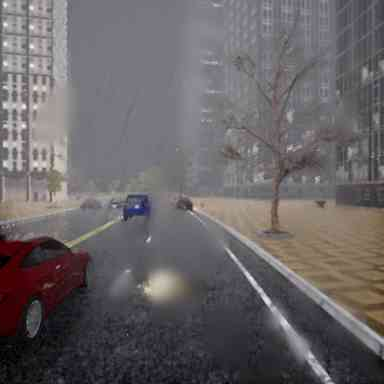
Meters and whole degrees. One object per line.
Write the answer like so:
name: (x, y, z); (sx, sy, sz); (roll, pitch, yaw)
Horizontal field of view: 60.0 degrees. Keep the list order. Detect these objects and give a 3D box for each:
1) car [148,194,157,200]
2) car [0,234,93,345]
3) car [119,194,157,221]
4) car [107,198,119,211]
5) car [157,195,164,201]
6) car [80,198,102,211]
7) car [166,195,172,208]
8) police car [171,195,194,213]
car: (-10.176, 1.251, 85.894); (1.812, 1.442, 4.674); (0, 0, -14)
car: (-3.274, 1.517, 6.217); (1.812, 1.442, 4.674); (0, 0, -1)
car: (-4.252, 1.175, 27.079); (2.150, 2.045, 5.566); (0, 0, -4)
car: (-8.866, 1.430, 39.432); (2.128, 1.511, 4.902); (0, 0, -6)
car: (-6.709, 1.263, 69.839); (1.812, 1.442, 4.674); (0, 0, -11)
car: (-12.262, 1.489, 40.651); (2.033, 1.411, 5.357); (0, 0, -6)
car: (-2.099, 1.269, 46.831); (2.097, 1.767, 4.553); (0, 0, -7)
police car: (-0.949, 1.358, 36.878); (1.930, 1.638, 5.238); (0, 0, -6)
